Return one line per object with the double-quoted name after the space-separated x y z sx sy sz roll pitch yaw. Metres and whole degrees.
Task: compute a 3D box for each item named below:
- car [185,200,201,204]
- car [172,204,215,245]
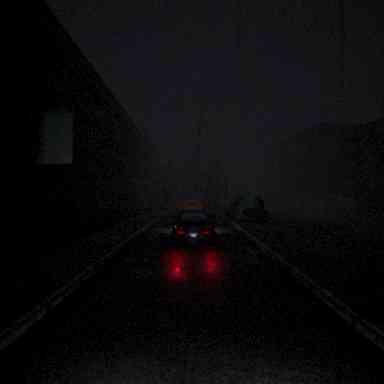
0.075 1.507 31.049 1.882 1.535 5.008 0 -1 0 "car"
0.069 1.505 15.415 1.812 1.442 4.674 0 0 0 "car"
